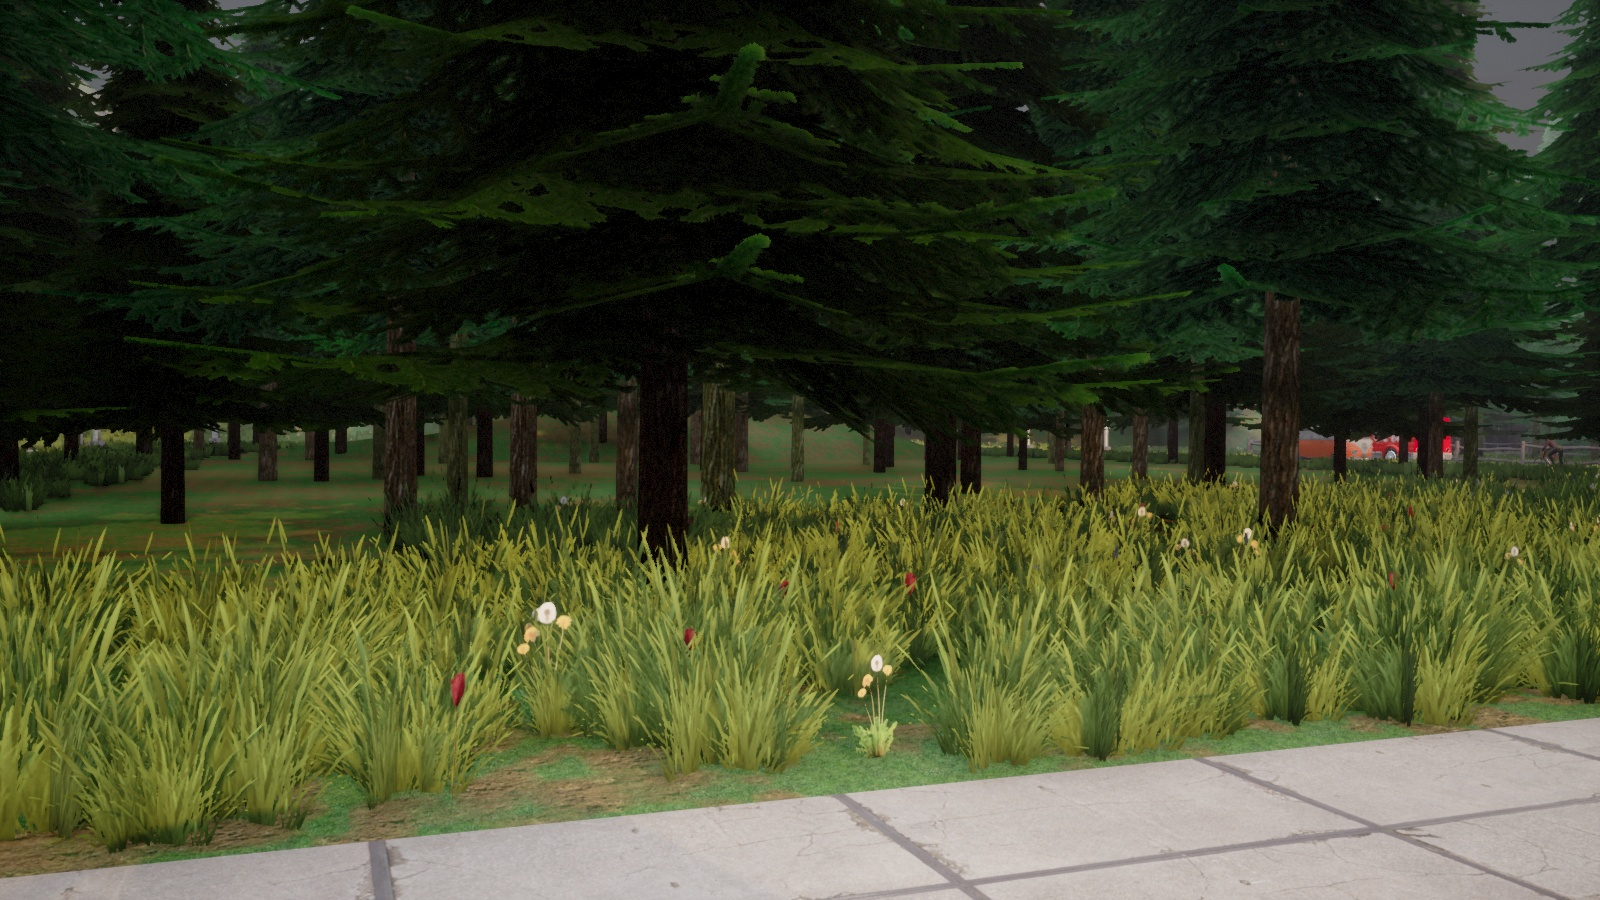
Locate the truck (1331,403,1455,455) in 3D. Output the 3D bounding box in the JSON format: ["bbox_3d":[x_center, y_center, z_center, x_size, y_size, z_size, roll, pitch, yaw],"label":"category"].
[{"bbox_3d":[29.091,-1.036,61.830,2.627,2.467,5.204,-1,1,-20],"label":"truck"}]

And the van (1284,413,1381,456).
[{"bbox_3d":[25.729,-0.744,60.849,1.775,1.987,4.442,-1,1,-20],"label":"van"}]
